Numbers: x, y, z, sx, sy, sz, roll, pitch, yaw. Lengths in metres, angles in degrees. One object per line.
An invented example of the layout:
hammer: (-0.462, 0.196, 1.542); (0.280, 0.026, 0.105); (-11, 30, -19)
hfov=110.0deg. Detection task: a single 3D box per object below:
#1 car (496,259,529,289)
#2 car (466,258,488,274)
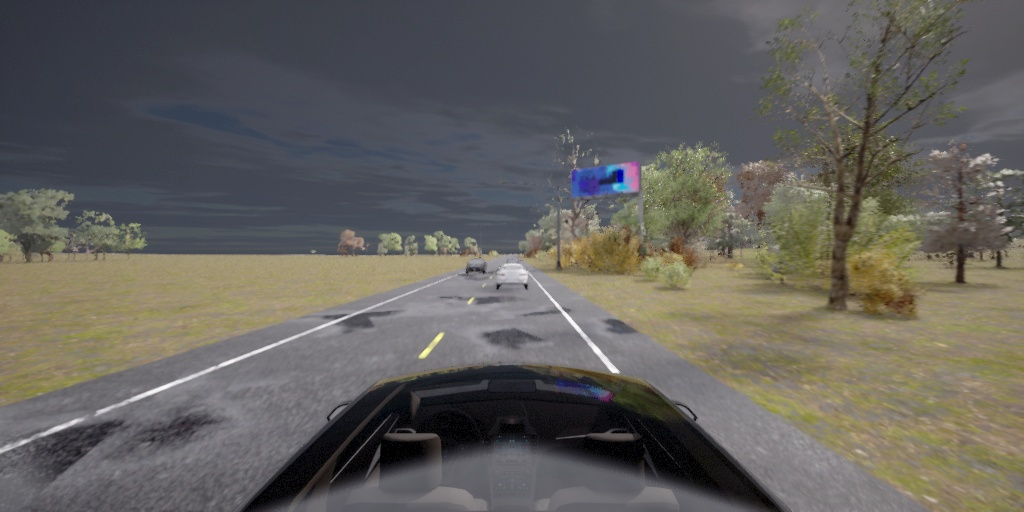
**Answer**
car: (0.021, 1.132, 21.680); (1.812, 1.442, 4.674); (0, 0, 1)
car: (-3.513, 0.989, 36.265); (1.882, 1.535, 5.008); (0, 0, 0)
